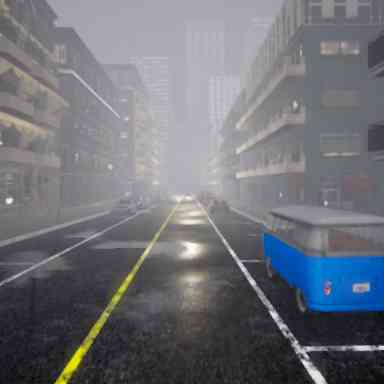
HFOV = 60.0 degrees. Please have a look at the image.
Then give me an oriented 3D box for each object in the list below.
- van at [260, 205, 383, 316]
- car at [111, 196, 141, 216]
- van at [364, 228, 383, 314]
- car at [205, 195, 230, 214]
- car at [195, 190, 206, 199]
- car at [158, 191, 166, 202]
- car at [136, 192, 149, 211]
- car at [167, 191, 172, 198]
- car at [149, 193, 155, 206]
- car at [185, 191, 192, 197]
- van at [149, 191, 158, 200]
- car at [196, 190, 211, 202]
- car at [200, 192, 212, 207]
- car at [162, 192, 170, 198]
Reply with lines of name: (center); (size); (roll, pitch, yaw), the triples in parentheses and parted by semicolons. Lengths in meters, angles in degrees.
van: (2.617, 1.237, 7.034); (1.690, 1.788, 3.998); (-1, 1, -1)
car: (-5.968, 1.308, 29.381); (1.802, 1.307, 4.206); (-1, 1, -1)
van: (2.678, 1.299, 1.432); (1.690, 1.788, 3.998); (-1, 1, -1)
car: (2.379, 1.230, 29.442); (1.802, 1.307, 4.206); (-1, 1, -1)
car: (1.886, 0.470, 74.251); (2.192, 1.841, 5.009); (-1, 1, -1)
car: (-6.301, 0.732, 57.385); (2.192, 1.841, 5.009); (-1, 1, -1)
car: (-6.032, 1.104, 34.981); (1.967, 1.590, 4.097); (-1, 1, -1)
car: (-6.549, 0.754, 79.793); (1.802, 1.307, 4.206); (-1, 1, -1)
car: (-6.091, 1.153, 40.583); (2.008, 1.369, 4.403); (-1, 1, -1)
car: (-0.914, 0.583, 85.684); (2.033, 1.411, 5.357); (-1, 1, -1)
van: (-6.156, 0.882, 46.182); (1.690, 1.788, 3.998); (-1, 1, -1)
car: (2.129, 0.716, 51.845); (2.192, 1.841, 5.009); (-1, 1, -1)
car: (2.254, 1.047, 40.815); (1.752, 1.417, 4.829); (-1, 1, -1)
car: (-6.610, 0.692, 85.395); (1.802, 1.307, 4.206); (-1, 1, -1)
